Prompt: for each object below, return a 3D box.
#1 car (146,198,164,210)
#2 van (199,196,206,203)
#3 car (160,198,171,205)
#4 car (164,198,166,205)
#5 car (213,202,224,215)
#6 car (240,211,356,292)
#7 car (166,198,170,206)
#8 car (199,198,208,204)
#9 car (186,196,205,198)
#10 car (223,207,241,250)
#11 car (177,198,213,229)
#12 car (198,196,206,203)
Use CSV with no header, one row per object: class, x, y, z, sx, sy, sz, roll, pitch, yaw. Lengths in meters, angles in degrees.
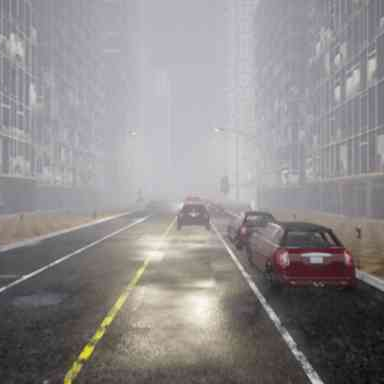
car,-5.695,1.887,48.970,1.887,1.381,4.507,0,0,0
van,2.682,1.886,83.120,1.690,1.788,3.998,0,0,0
car,-5.698,2.046,71.740,1.947,1.339,4.313,0,0,0
car,-5.696,1.960,54.663,1.802,1.307,4.206,0,0,0
car,2.687,1.814,37.580,1.887,1.381,4.507,0,0,0
car,2.690,1.508,9.119,1.967,1.590,4.097,0,0,0
car,-5.697,1.992,66.048,1.887,1.381,4.507,0,0,0
car,2.682,2.079,77.425,1.947,1.339,4.313,0,0,0
car,0.093,1.512,40.797,2.150,2.045,5.566,0,0,0
car,2.690,1.550,14.811,1.967,1.590,4.097,0,0,0
car,0.097,1.520,22.844,2.097,1.767,4.553,0,0,0
car,2.681,2.016,88.810,1.967,1.590,4.097,0,0,0
